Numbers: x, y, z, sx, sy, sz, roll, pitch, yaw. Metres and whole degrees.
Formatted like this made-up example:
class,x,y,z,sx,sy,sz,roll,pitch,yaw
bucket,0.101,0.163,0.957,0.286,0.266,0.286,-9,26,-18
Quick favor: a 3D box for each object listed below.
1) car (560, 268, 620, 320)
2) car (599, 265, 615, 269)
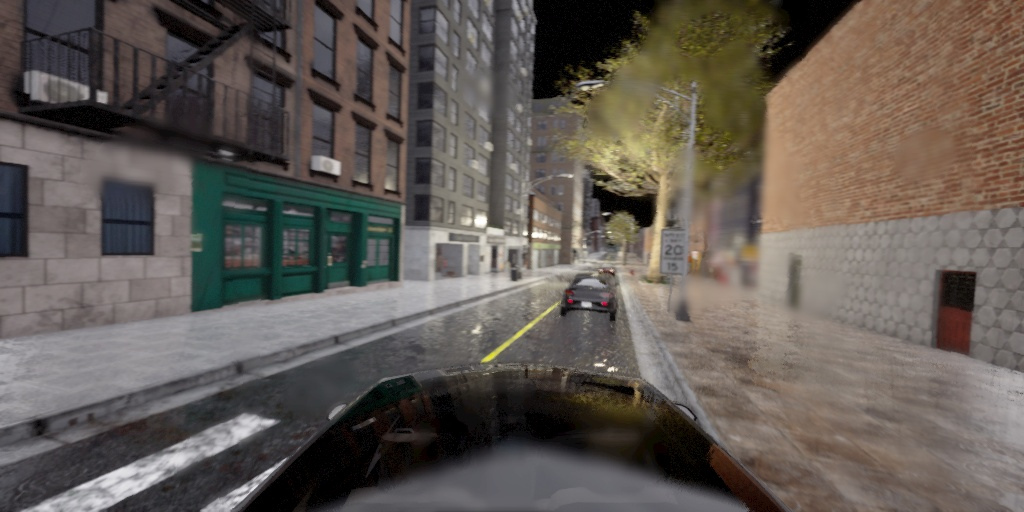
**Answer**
class,x,y,z,sx,sy,sz,roll,pitch,yaw
car,2.932,1.346,13.252,1.812,1.442,4.674,3,0,16
car,10.991,1.650,41.634,1.895,1.301,4.718,3,0,16
